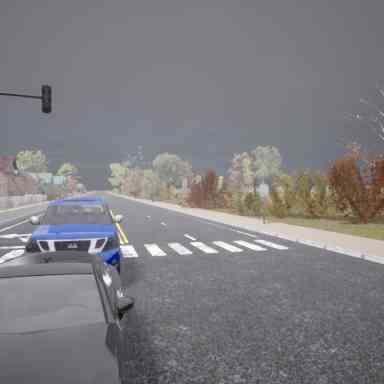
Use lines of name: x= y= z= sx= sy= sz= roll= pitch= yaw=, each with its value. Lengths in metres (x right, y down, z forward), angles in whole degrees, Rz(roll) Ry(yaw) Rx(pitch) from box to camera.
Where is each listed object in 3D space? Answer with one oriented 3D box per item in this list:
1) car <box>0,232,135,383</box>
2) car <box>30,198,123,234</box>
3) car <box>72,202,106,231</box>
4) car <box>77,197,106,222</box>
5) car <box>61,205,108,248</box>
car: x=-1.700 y=1.524 z=3.868 sx=1.812 sy=1.442 sz=4.674 roll=0 pitch=0 yaw=-13
car: x=-3.364 y=1.218 z=9.951 sx=2.150 sy=2.045 sz=5.566 roll=0 pitch=0 yaw=-15
car: x=-6.636 y=1.468 z=21.755 sx=1.882 sy=1.535 sz=5.008 roll=0 pitch=0 yaw=-16
car: x=-8.219 y=1.337 z=27.482 sx=2.097 sy=1.767 sz=4.553 roll=0 pitch=0 yaw=-16
car: x=-5.045 y=1.498 z=16.016 sx=1.837 sy=1.490 sz=4.892 roll=0 pitch=0 yaw=-15
